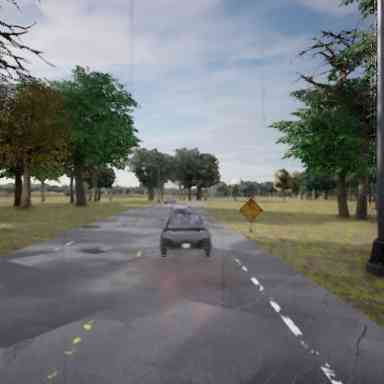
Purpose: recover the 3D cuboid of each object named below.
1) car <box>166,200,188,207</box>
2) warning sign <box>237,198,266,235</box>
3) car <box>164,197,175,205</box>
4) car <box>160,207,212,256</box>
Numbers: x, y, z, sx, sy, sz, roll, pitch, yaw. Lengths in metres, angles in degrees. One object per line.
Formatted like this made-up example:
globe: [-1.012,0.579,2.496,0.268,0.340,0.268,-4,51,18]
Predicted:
car: [-1.030,1.690,28.968,1.812,1.442,4.674,0,0,-2]
warning sign: [3.079,1.240,17.398,1.300,1.860,1.060,0,0,-3]
car: [-4.432,1.830,65.997,1.837,1.490,4.892,0,0,4]
car: [-0.286,1.598,13.591,2.128,1.511,4.902,0,0,-2]
